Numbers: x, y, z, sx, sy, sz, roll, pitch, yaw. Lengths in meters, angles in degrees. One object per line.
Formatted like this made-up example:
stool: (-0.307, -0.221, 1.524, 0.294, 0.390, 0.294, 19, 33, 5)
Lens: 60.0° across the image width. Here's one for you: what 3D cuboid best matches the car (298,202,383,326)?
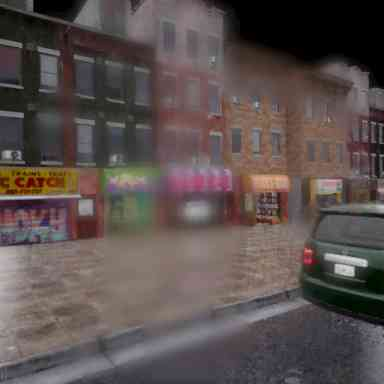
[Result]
car: (4.415, 1.221, 6.429, 5.566, 2.045, 2.150, 0, 0, -36)
